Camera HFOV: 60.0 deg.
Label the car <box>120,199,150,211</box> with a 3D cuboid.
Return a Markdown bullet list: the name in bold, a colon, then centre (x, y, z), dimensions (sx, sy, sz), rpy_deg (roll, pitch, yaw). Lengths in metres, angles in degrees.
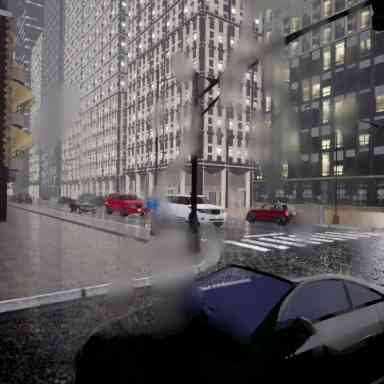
- **car**: centre (-7.309, 1.584, 42.388), dimensions (2.008, 1.369, 4.403), rpy_deg (1, -1, -35)

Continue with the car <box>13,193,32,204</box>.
- **car**: centre (-30.503, 1.155, 60.549), dimensions (2.192, 1.841, 5.009), rpy_deg (1, -1, -35)

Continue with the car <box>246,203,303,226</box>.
- **car**: centre (5.790, 1.505, 23.977), dimensions (1.967, 1.590, 4.097), rpy_deg (1, -1, -35)

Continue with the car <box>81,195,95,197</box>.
- **car**: centre (-13.939, 1.480, 41.761), dimensions (1.994, 1.385, 4.181), rpy_deg (1, -1, -35)

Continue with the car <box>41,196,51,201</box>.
- **car**: centre (-36.776, 1.570, 83.814), dimensions (1.802, 1.307, 4.206), rpy_deg (1, -1, -35)

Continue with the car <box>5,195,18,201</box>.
- **car**: centre (-40.328, 1.378, 74.355), dimensions (2.008, 1.369, 4.403), rpy_deg (1, -1, -35)

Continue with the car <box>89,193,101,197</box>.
- **car**: centre (-14.426, 1.380, 53.130), dimensions (2.097, 1.767, 4.553), rpy_deg (1, -1, -35)

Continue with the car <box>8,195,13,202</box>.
- **car**: centre (-37.055, 1.397, 69.752), dimensions (1.947, 1.339, 4.313), rpy_deg (1, -1, -35)

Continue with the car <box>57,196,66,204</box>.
- **car**: centre (-22.510, 1.484, 59.284), dimensions (1.812, 1.442, 4.674), rpy_deg (1, -1, -35)

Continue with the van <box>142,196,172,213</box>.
- **van**: centre (-4.031, 1.382, 37.787), dimensions (1.690, 1.788, 3.998), rpy_deg (1, -1, -35)

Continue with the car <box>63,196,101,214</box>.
- **car**: centre (-10.863, 1.427, 32.928), dimensions (2.008, 1.369, 4.403), rpy_deg (1, -1, -35)

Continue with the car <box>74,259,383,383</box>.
- **car**: centre (0.854, 1.565, 3.850), dimensions (4.181, 1.385, 1.994), rpy_deg (0, 0, -32)

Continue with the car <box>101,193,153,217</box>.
- **car**: centre (-6.062, 1.148, 30.654), dimensions (2.150, 2.045, 5.566), rpy_deg (1, 0, -35)

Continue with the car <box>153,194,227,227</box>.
- **car**: centre (-0.088, 1.170, 22.257), dimensions (2.150, 2.045, 5.566), rpy_deg (1, -1, -35)

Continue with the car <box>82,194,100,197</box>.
- **car**: centre (-16.127, 1.447, 50.316), dimensions (1.882, 1.535, 5.008), rpy_deg (1, -1, -35)
